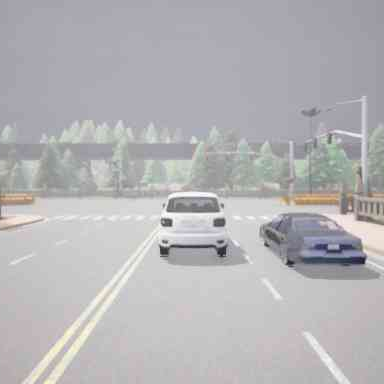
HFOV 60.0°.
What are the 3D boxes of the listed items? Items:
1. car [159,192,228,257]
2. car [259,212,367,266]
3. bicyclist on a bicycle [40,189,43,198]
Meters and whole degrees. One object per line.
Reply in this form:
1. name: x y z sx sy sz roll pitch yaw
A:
1. car: 0.052 1.021 12.260 2.150 2.045 5.566 0 1 0
2. car: 3.540 1.372 10.774 2.033 1.411 5.357 0 1 1
3. bicyclist on a bicycle: -27.081 0.331 60.142 0.582 1.620 1.656 0 1 0
